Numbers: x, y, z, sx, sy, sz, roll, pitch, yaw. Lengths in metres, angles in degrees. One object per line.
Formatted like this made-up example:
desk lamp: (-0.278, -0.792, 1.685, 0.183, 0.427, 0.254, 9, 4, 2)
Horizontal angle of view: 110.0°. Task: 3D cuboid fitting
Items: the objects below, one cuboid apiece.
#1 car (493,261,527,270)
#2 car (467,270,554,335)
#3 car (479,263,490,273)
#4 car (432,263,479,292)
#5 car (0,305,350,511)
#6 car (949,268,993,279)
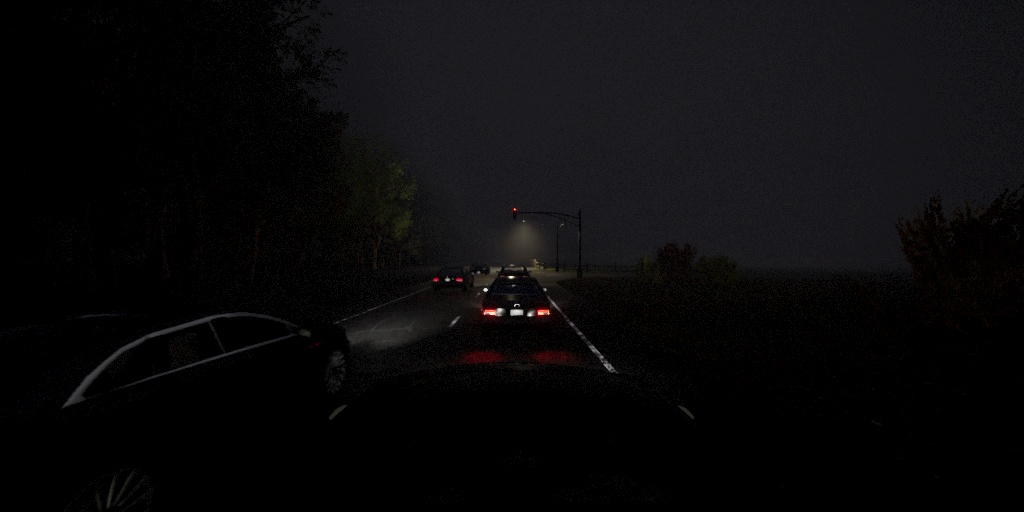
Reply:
car: (0.103, 1.246, 20.219, 2.128, 1.511, 4.902, 0, 0, 0)
car: (0.101, 1.300, 10.470, 2.033, 1.411, 5.357, 0, 0, 0)
car: (-3.404, 1.358, 38.927, 1.895, 1.301, 4.718, 0, 0, 0)
car: (-3.390, 1.302, 21.363, 2.033, 1.411, 5.357, 0, 0, 0)
car: (-3.400, 1.241, 3.595, 2.128, 1.511, 4.902, 0, 0, 0)
car: (50.203, 1.896, 38.862, 4.718, 1.301, 1.895, 1, -1, 0)
